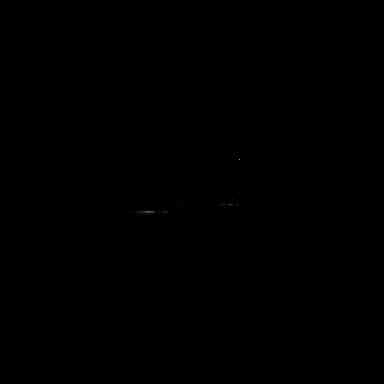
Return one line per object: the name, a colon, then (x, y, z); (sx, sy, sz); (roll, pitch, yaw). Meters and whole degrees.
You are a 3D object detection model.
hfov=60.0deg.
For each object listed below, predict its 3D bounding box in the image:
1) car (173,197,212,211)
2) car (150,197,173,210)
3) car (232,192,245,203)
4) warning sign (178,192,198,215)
car: (0.385, 1.244, 35.525); (1.882, 1.535, 5.008); (0, 1, 31)
car: (-2.473, 1.301, 37.932); (2.033, 1.411, 5.357); (0, 0, 31)
car: (8.727, 0.816, 55.717); (2.150, 2.045, 5.566); (0, 1, 33)
warning sign: (-0.335, 0.944, 27.673); (1.300, 1.860, 1.060); (0, 0, 31)
